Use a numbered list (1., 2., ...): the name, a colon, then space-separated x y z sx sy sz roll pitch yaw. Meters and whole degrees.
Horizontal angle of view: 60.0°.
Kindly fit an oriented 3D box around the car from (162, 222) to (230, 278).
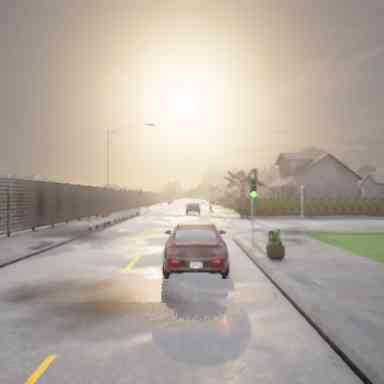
1. car: 0.105 1.658 10.482 1.812 1.442 4.674 0 -1 0

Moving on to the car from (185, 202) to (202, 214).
1. car: 0.142 2.041 42.914 1.837 1.490 4.892 0 0 0
